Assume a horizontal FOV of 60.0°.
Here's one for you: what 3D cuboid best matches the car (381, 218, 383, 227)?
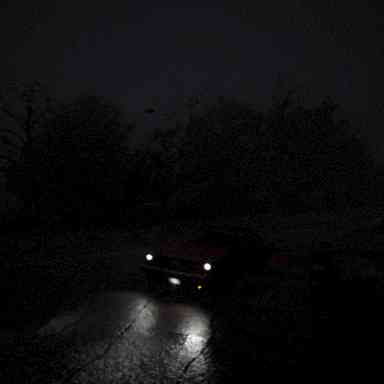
[{"bbox_3d":[14.972,1.846,21.602,2.163,1.488,4.792,-1,1,-37],"label":"car"}]

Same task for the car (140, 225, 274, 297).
[{"bbox_3d":[0.706,1.605,8.932,1.895,1.301,4.718,2,0,29],"label":"car"}]
